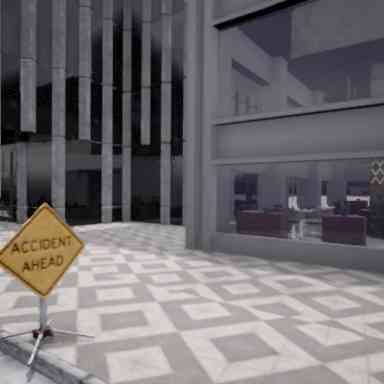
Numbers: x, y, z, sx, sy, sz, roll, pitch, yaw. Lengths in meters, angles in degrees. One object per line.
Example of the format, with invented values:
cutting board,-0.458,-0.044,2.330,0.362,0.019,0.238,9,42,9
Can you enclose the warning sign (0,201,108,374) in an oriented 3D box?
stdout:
warning sign,-2.018,1.079,4.515,1.060,1.860,1.300,1,0,36
